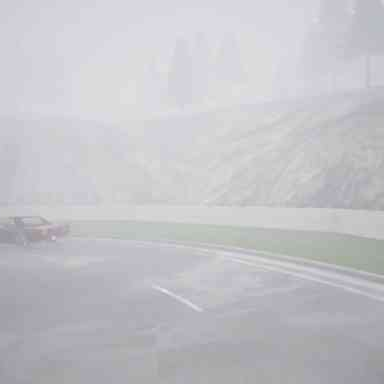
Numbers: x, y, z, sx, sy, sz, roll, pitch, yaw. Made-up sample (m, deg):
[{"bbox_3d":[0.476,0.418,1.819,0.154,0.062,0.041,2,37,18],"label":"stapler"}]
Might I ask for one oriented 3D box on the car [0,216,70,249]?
[{"bbox_3d":[-8.063,1.739,15.053,4.718,1.301,1.895,-1,0,18],"label":"car"}]
